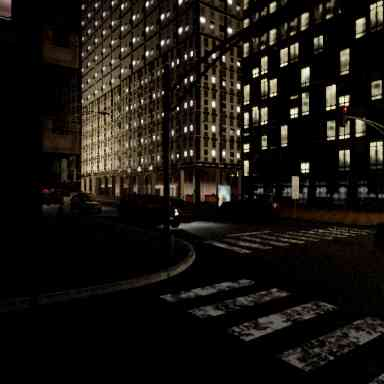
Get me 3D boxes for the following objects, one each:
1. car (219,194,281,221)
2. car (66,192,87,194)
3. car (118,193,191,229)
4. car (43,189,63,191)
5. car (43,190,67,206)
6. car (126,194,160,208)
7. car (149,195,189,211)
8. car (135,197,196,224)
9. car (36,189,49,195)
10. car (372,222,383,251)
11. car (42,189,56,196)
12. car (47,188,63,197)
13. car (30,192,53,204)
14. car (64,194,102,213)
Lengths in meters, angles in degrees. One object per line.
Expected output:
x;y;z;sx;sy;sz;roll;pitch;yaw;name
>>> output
4.178;1.027;24.315;2.192;1.841;5.009;1;0;-36;car
-12.022;0.856;36.701;1.812;1.442;4.674;0;1;-36;car
-2.557;1.008;19.330;2.192;1.841;5.009;2;0;-36;car
-25.516;0.382;60.618;1.994;1.385;4.181;0;1;-36;car
-15.631;0.827;37.257;2.008;1.369;4.403;2;0;-36;car
-5.631;0.966;37.764;1.947;1.339;4.313;1;0;-36;car
-2.363;1.070;33.281;1.947;1.339;4.313;1;0;-36;car
-1.968;1.158;22.887;1.837;1.490;4.892;0;1;-36;car
-35.038;-0.010;78.107;1.887;1.381;4.507;1;0;-36;car
7.837;1.452;9.436;2.128;1.511;4.902;0;1;-36;car
-31.770;0.097;73.625;1.887;1.381;4.507;1;0;-36;car
-28.500;0.099;69.141;1.967;1.590;4.097;1;0;-36;car
-18.898;0.753;41.738;1.802;1.307;4.206;2;0;-36;car
-9.098;1.067;28.294;1.802;1.307;4.206;2;0;-36;car
